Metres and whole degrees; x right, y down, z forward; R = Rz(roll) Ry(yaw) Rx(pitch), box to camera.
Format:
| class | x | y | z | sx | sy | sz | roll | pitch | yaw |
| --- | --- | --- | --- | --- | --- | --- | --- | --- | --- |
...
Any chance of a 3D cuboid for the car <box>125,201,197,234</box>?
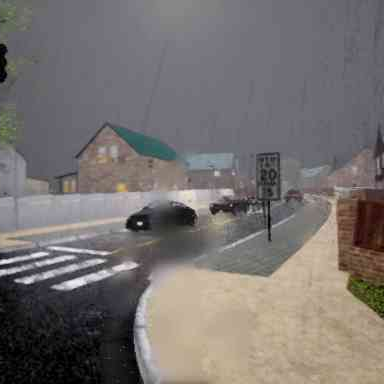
| class | x | y | z | sx | sy | sz | roll | pitch | yaw |
| --- | --- | --- | --- | --- | --- | --- | --- | --- | --- |
| car | -1.378 | 1.136 | 16.135 | 1.994 | 1.385 | 4.181 | -1 | 1 | 27 |

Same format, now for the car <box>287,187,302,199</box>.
| class | x | y | z | sx | sy | sz | roll | pitch | yaw |
| --- | --- | --- | --- | --- | --- | --- | --- | --- | --- |
| car | 15.932 | 0.199 | 51.642 | 2.097 | 1.767 | 4.553 | 0 | 1 | 17 |

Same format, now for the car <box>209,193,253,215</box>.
| class | x | y | z | sx | sy | sz | roll | pitch | yaw |
| --- | --- | --- | --- | --- | --- | --- | --- | --- | --- |
| car | 2.903 | 0.975 | 25.061 | 1.895 | 1.301 | 4.718 | -1 | 1 | 24 |

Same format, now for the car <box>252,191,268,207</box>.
| class | x | y | z | sx | sy | sz | roll | pitch | yaw |
| --- | --- | --- | --- | --- | --- | --- | --- | --- | --- |
| car | 6.856 | 0.674 | 34.378 | 2.128 | 1.511 | 4.902 | 0 | 1 | 22 |

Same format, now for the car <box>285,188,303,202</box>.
| class | x | y | z | sx | sy | sz | roll | pitch | yaw |
| --- | --- | --- | --- | --- | --- | --- | --- | --- | --- |
| car | 12.807 | 0.508 | 41.981 | 1.837 | 1.490 | 4.892 | 0 | 1 | 19 |
